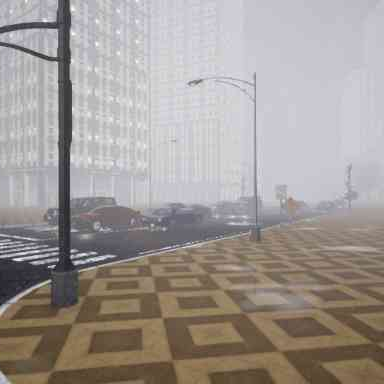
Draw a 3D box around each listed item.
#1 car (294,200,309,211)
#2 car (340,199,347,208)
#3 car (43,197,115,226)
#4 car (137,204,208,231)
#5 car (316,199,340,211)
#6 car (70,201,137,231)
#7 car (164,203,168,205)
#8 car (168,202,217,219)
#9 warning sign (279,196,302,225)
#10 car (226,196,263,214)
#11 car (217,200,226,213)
[{"bbox_3d":[14.436,1.828,45.159,1.812,1.442,4.674,0,0,33],"label":"car"},{"bbox_3d":[24.205,1.839,54.742,1.882,1.535,5.008,0,0,31],"label":"car"},{"bbox_3d":[-7.805,1.366,24.119,2.150,2.045,5.566,0,-1,34],"label":"car"},{"bbox_3d":[-1.144,1.729,21.988,1.895,1.301,4.718,0,-1,34],"label":"car"},{"bbox_3d":[18.169,1.846,44.892,2.033,1.411,5.357,0,0,32],"label":"car"},{"bbox_3d":[-5.531,1.603,21.687,1.882,1.535,5.008,0,-1,34],"label":"car"},{"bbox_3d":[-1.965,1.737,32.649,1.812,1.442,4.674,0,-1,34],"label":"car"},{"bbox_3d":[0.124,1.754,29.954,1.994,1.385,4.181,0,-1,34],"label":"car"},{"bbox_3d":[6.811,1.251,22.975,1.300,1.860,1.060,0,0,34],"label":"warning sign"},{"bbox_3d":[6.588,1.485,39.428,2.150,2.045,5.566,0,-1,34],"label":"car"},{"bbox_3d":[3.856,1.768,41.193,2.128,1.511,4.902,0,-1,34],"label":"car"}]
